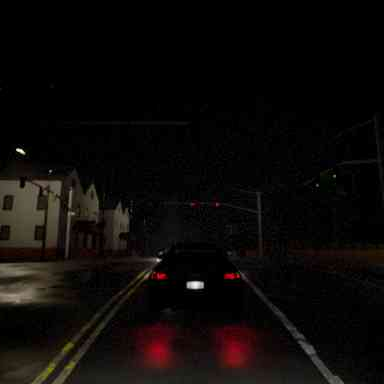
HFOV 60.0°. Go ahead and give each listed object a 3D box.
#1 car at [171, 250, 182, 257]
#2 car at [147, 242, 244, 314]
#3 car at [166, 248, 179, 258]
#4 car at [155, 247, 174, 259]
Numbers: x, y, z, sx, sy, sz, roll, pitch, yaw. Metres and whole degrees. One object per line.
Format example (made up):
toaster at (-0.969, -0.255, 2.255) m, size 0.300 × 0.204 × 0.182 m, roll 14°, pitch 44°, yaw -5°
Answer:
car at (-3.462, 14.021, 75.538) m, size 2.128 × 1.511 × 4.902 m, roll 0°, pitch -11°, yaw 0°
car at (0.077, 1.946, 8.279) m, size 1.994 × 1.385 × 4.181 m, roll 0°, pitch -6°, yaw 0°
car at (-3.517, 11.088, 60.689) m, size 2.097 × 1.767 × 4.553 m, roll 0°, pitch -11°, yaw 1°
car at (-3.564, 8.238, 44.784) m, size 2.128 × 1.511 × 4.902 m, roll 0°, pitch -11°, yaw 0°
